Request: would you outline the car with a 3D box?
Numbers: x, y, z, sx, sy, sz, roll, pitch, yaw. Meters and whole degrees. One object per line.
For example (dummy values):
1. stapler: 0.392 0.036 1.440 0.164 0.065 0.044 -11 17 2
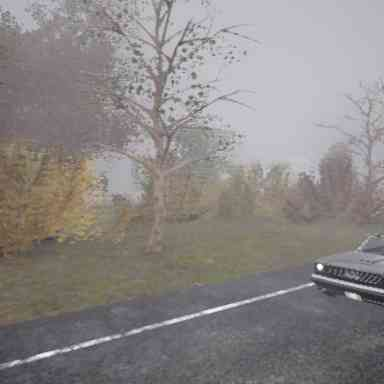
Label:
1. car: 4.747 1.599 7.389 4.718 1.301 1.895 0 0 -36
